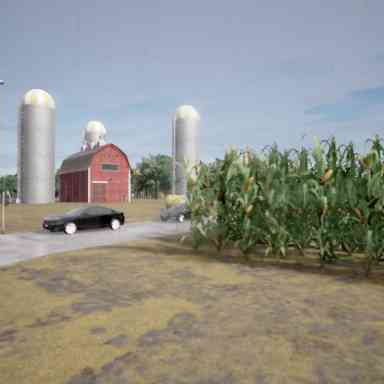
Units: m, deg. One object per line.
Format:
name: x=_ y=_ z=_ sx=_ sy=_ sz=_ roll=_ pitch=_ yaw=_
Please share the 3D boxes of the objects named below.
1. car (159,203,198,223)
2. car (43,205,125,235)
car: x=-0.669 y=1.664 z=27.421 sx=1.837 sy=1.490 sz=4.892 roll=1 pitch=0 yaw=36
car: x=-6.263 y=1.547 z=19.742 sx=1.882 sy=1.535 sz=5.008 roll=1 pitch=0 yaw=37
